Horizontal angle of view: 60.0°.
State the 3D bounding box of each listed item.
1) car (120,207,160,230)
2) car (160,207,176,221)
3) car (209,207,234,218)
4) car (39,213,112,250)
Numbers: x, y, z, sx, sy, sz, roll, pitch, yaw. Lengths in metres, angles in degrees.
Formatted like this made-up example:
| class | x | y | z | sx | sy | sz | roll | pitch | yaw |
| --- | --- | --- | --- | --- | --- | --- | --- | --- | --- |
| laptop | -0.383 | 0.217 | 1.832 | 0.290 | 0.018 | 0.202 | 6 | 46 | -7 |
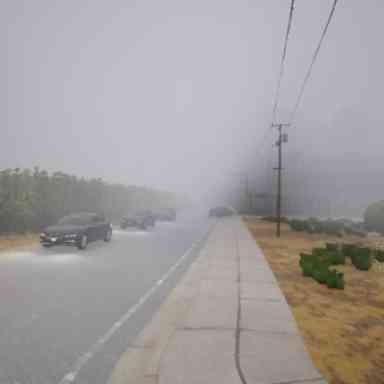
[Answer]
| class | x | y | z | sx | sy | sz | roll | pitch | yaw |
| --- | --- | --- | --- | --- | --- | --- | --- | --- | --- |
| car | -4.193 | 2.084 | 26.256 | 1.837 | 1.490 | 4.892 | 1 | -1 | 7 |
| car | -2.966 | 2.379 | 36.479 | 1.837 | 1.490 | 4.892 | 1 | -1 | 8 |
| car | 4.199 | 2.846 | 47.111 | 1.837 | 1.490 | 4.892 | 0 | -2 | 35 |
| car | -5.405 | 1.790 | 16.102 | 1.837 | 1.490 | 4.892 | 1 | -1 | 7 |
